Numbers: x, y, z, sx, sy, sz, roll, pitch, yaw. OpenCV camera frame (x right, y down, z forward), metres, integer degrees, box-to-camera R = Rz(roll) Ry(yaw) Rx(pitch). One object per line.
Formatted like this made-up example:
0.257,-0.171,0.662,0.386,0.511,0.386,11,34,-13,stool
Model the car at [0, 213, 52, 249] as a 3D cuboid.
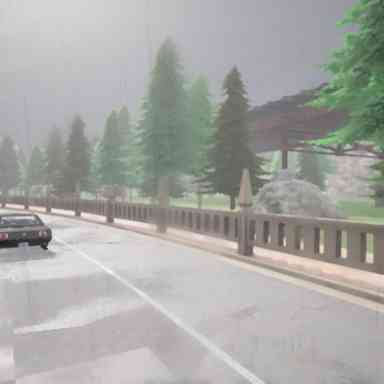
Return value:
-7.018,1.494,13.214,1.895,1.301,4.718,0,0,-34,car
